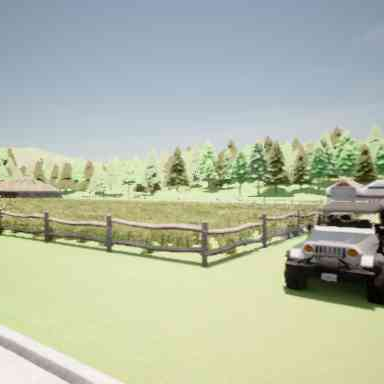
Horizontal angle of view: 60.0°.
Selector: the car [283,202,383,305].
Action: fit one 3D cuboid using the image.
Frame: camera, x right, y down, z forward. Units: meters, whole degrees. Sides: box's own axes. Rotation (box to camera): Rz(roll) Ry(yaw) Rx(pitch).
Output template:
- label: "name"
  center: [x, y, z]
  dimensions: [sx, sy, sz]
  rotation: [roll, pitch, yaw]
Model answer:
- label: "car"
  center: [3.670, 1.215, 7.910]
  dimensions: [1.905, 1.878, 3.866]
  rotation: [0, 0, 35]
